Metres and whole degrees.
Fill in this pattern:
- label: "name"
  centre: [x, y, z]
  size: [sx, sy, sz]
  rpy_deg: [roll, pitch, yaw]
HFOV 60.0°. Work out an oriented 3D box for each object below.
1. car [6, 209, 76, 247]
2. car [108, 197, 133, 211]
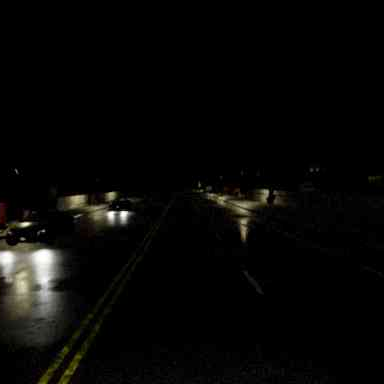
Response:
- label: "car"
  centre: [-7.035, 1.606, 16.008]
  size: [1.812, 1.442, 4.674]
  rpy_deg: [-2, 1, -2]
- label: "car"
  centre: [-7.553, 1.284, 35.536]
  size: [1.994, 1.385, 4.181]
  rpy_deg: [-2, 1, -2]
